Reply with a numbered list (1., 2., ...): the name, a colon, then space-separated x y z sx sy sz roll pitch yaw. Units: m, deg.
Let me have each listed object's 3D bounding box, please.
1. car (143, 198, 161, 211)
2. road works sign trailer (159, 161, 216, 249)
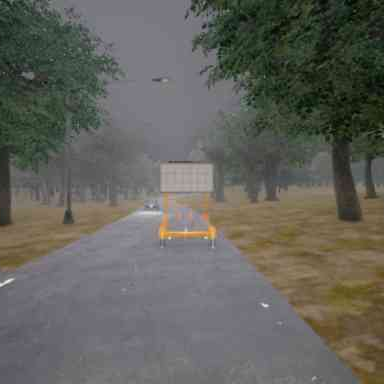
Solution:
1. car: -4.918 1.484 41.027 2.128 1.511 4.902 0 0 -5
2. road works sign trailer: -0.223 0.444 14.533 2.380 3.560 2.880 0 0 -2
